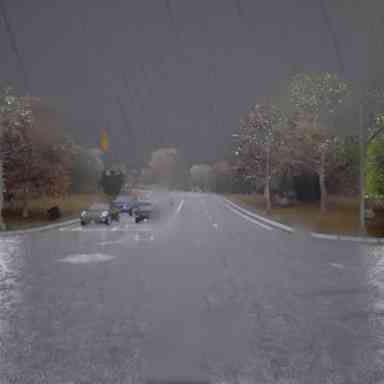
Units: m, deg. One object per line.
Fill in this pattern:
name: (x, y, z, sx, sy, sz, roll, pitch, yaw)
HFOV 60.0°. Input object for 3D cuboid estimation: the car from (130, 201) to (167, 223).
car: (-3.588, 1.784, 28.270, 2.033, 1.411, 5.357, 0, 0, 0)

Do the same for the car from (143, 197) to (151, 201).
car: (-7.031, 1.383, 49.719, 1.895, 1.301, 4.718, 0, 2, 0)

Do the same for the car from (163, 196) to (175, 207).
car: (-3.544, 1.352, 47.976, 1.837, 1.490, 4.892, 0, 2, 1)

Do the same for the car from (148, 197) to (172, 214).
car: (-3.574, 1.655, 37.803, 1.812, 1.442, 4.674, 0, 1, 0)

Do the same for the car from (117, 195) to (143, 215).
car: (-7.082, 1.386, 35.598, 2.150, 2.045, 5.566, 0, 1, 1)

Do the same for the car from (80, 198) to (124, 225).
car: (-7.129, 1.592, 26.276, 2.097, 1.767, 4.553, 0, 0, 1)
